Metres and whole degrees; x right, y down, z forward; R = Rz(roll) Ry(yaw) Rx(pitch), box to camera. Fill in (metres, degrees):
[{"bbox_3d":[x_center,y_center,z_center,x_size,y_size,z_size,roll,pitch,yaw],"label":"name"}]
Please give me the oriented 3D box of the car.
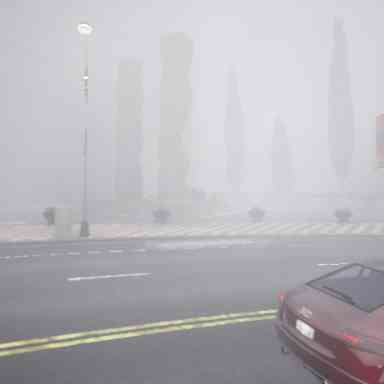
[{"bbox_3d":[3.236,1.590,4.418,4.181,1.385,1.994,1,0,-16],"label":"car"}]
